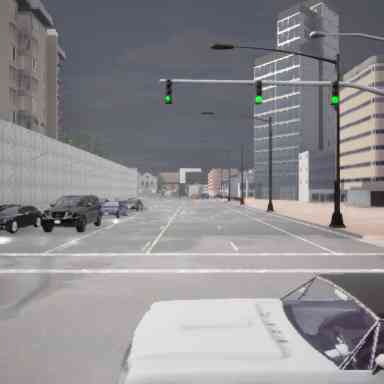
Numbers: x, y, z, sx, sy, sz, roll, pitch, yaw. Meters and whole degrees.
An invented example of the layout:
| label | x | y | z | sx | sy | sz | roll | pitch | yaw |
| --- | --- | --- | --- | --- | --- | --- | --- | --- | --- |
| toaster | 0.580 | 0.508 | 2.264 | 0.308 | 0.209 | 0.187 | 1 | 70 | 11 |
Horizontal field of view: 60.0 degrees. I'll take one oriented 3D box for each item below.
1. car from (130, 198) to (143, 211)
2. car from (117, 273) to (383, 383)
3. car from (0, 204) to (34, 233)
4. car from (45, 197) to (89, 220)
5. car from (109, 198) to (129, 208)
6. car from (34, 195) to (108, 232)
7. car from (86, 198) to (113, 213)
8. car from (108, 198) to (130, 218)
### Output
| label | x | y | z | sx | sy | sz | roll | pitch | yaw |
| --- | --- | --- | --- | --- | --- | --- | --- | --- | --- |
| car | -7.127 | 1.491 | 40.303 | 2.128 | 1.511 | 4.902 | 0 | 0 | 0 |
| car | 1.661 | 1.602 | 3.410 | 4.718 | 1.301 | 1.895 | 0 | 0 | 0 |
| car | -10.618 | 1.505 | 19.686 | 1.837 | 1.490 | 4.892 | 0 | 0 | 0 |
| car | -10.626 | 1.352 | 28.754 | 2.097 | 1.767 | 4.553 | 0 | 0 | 0 |
| car | -10.600 | 1.601 | 48.632 | 1.895 | 1.301 | 4.718 | 0 | 0 | 0 |
| car | -7.115 | 1.221 | 20.320 | 2.150 | 2.045 | 5.566 | 0 | 0 | 0 |
| car | -10.629 | 1.505 | 38.572 | 1.837 | 1.490 | 4.892 | 0 | 0 | 0 |
| car | -7.126 | 1.526 | 29.960 | 1.812 | 1.442 | 4.674 | 0 | 0 | 0 |
